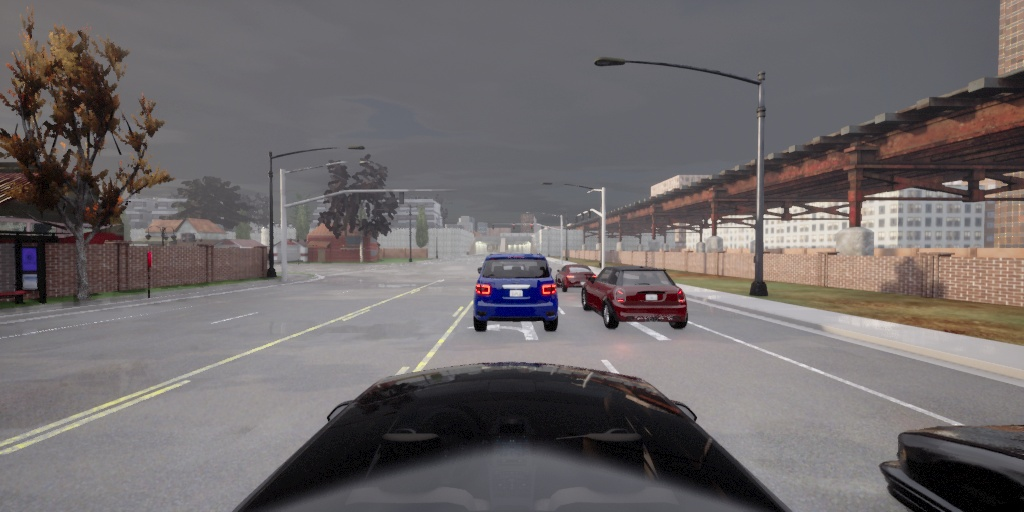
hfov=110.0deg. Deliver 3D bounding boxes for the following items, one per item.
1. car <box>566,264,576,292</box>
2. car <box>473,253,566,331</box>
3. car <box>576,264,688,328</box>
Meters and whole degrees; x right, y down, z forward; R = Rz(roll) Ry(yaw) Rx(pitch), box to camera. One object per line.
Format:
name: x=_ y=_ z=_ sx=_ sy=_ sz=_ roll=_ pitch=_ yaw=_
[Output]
car: x=3.578 y=1.180 z=20.243 sx=1.812 sy=1.442 sz=4.674 roll=0 pitch=0 yaw=0
car: x=0.089 y=0.940 z=10.992 sx=2.150 sy=2.045 sz=5.566 roll=0 pitch=0 yaw=0
car: x=3.589 y=1.069 z=11.351 sx=2.097 sy=1.767 sz=4.553 roll=0 pitch=0 yaw=0
